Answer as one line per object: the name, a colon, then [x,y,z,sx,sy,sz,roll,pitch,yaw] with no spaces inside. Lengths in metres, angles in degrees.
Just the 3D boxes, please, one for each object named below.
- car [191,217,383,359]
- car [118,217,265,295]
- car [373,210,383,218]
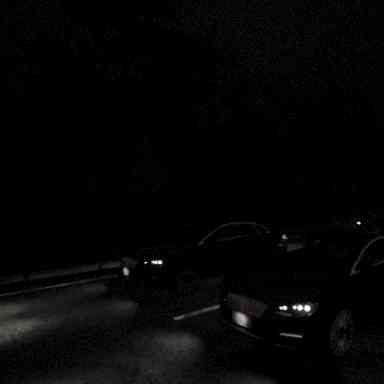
car: [2.636,1.446,6.004,4.902,1.511,2.128,-1,0,-37]
car: [0.511,1.461,8.785,4.902,1.511,2.128,-1,0,-37]
car: [9.603,1.466,15.627,4.718,1.301,1.895,-1,0,-37]
